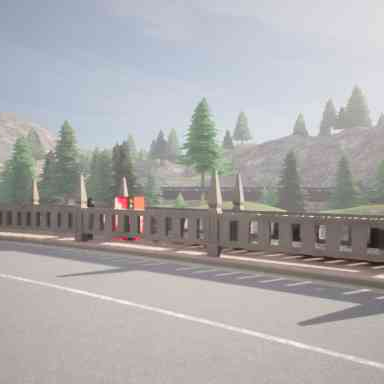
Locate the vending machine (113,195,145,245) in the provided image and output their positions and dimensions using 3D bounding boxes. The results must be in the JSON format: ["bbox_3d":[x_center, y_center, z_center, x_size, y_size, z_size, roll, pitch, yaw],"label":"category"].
[{"bbox_3d":[-2.768,1.188,14.714,0.880,2.100,1.100,1,0,29],"label":"vending machine"}]

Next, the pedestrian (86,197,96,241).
[{"bbox_3d":[-4.403,1.135,14.277,0.375,1.860,0.375,1,1,28],"label":"pedestrian"}]
